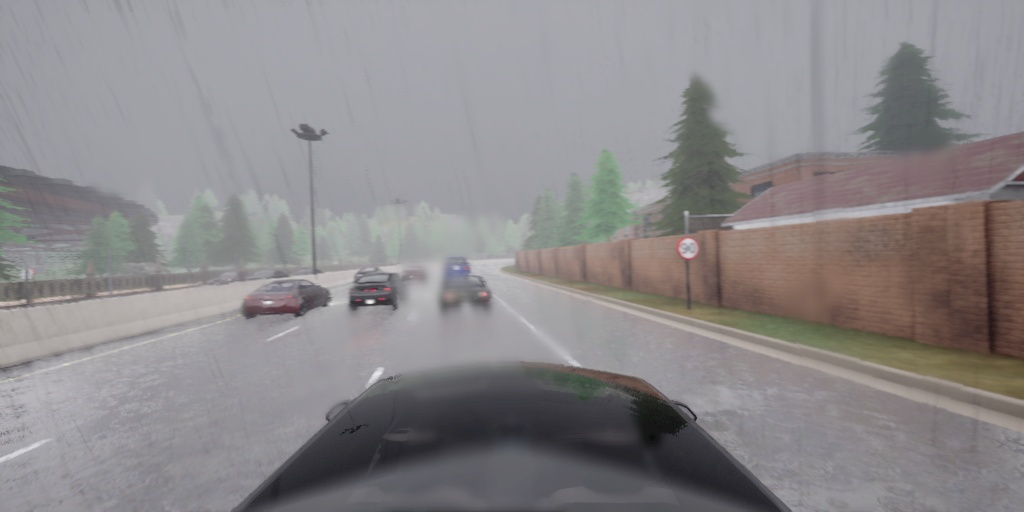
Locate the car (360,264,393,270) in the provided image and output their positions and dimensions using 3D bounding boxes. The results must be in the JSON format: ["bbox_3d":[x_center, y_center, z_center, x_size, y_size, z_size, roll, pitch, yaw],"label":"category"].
[{"bbox_3d":[-11.642,1.677,29.746,2.128,1.511,4.902,-2,0,-10],"label":"car"}]

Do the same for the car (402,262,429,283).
[{"bbox_3d":[-8.374,1.587,31.365,1.812,1.442,4.674,-2,0,-10],"label":"car"}]

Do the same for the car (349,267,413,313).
[{"bbox_3d":[-5.691,1.467,15.715,1.837,1.490,4.892,-2,0,-10],"label":"car"}]

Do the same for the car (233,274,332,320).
[{"bbox_3d":[-9.089,1.656,14.833,1.994,1.385,4.181,-2,0,-10],"label":"car"}]

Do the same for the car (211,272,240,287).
[{"bbox_3d":[-26.786,2.285,34.650,1.812,1.442,4.674,-2,0,-9],"label":"car"}]

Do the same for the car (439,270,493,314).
[{"bbox_3d":[-1.938,1.422,14.512,1.895,1.301,4.718,-2,0,-9],"label":"car"}]

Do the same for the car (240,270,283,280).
[{"bbox_3d":[-23.178,2.100,34.202,1.882,1.535,5.008,-2,0,-9],"label":"car"}]

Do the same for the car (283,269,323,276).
[{"bbox_3d":[-19.715,1.995,34.681,1.837,1.490,4.892,-2,0,-9],"label":"car"}]

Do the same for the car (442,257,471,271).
[{"bbox_3d":[-4.597,1.139,29.991,2.150,2.045,5.566,-2,0,-10],"label":"car"}]
